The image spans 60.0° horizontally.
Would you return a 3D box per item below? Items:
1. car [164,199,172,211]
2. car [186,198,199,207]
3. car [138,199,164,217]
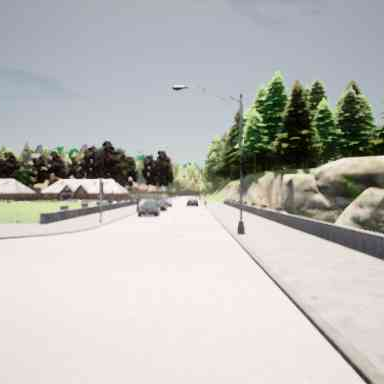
[{"bbox_3d":[-4.101,1.658,42.327,2.033,1.411,5.357,0,0,0],"label":"car"},{"bbox_3d":[0.089,1.707,55.140,1.994,1.385,4.181,0,0,0],"label":"car"},{"bbox_3d":[-4.107,1.611,32.619,1.812,1.442,4.674,0,0,0],"label":"car"}]
